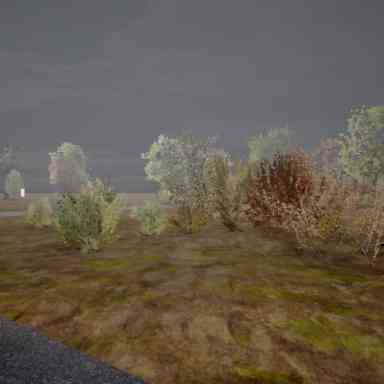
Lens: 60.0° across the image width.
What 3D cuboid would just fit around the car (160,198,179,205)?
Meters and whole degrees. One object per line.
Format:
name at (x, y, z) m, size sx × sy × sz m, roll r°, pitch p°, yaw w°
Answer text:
car at (-3.744, 1.557, 57.040) m, size 1.812 × 1.442 × 4.674 m, roll 0°, pitch 0°, yaw 40°

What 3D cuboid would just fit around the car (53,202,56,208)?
car at (-15.936, 1.580, 41.599) m, size 1.994 × 1.385 × 4.181 m, roll 0°, pitch 0°, yaw 37°
